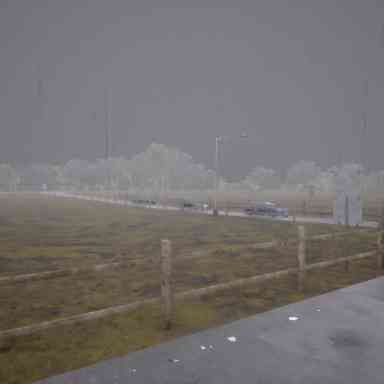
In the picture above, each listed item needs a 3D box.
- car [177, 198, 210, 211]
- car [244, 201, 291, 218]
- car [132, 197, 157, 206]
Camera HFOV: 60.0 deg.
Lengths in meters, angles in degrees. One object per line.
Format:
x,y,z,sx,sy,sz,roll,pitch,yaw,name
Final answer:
0.155,1.432,39.151,2.128,1.511,4.902,1,0,-35,car
6.723,1.531,29.990,1.812,1.442,4.674,1,-1,-36,car
-7.064,1.358,49.255,1.895,1.301,4.718,1,0,-35,car
